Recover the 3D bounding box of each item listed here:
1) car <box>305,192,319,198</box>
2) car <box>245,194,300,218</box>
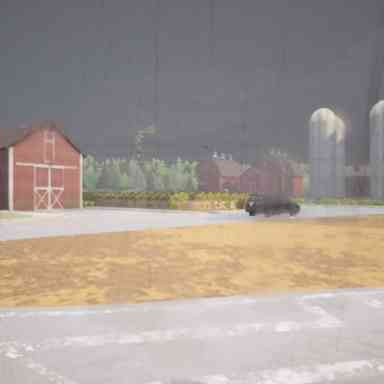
[{"bbox_3d":[31.462,1.575,85.837,2.242,1.667,4.611,0,0,35],"label":"car"},{"bbox_3d":[7.183,1.188,29.594,5.566,2.045,2.150,0,0,-35],"label":"car"}]
